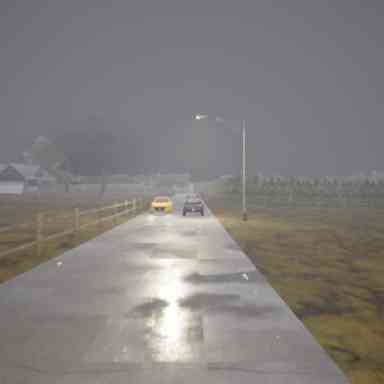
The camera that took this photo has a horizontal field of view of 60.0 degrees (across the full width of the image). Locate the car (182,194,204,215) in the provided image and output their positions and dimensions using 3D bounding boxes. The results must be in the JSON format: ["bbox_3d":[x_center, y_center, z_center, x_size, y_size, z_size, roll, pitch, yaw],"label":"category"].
[{"bbox_3d":[0.108,1.241,30.133,2.128,1.511,4.902,0,1,0],"label":"car"}]

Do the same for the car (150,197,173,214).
[{"bbox_3d":[-2.835,1.197,31.781,1.882,1.535,5.008,0,1,0],"label":"car"}]
